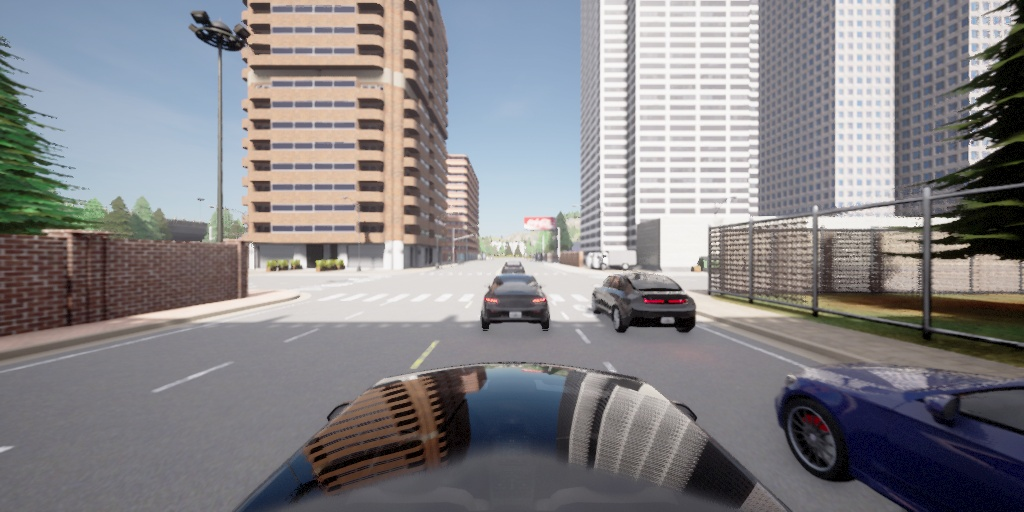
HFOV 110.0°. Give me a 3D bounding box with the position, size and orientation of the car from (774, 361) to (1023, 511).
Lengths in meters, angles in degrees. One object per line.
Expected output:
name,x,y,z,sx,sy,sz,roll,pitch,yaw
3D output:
car,3.605,1.276,1.717,1.812,1.442,4.674,0,0,0

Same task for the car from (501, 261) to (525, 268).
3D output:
car,0.113,1.167,30.953,2.128,1.511,4.902,0,0,0

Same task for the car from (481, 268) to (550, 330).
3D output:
car,0.093,1.258,10.964,1.812,1.442,4.674,0,0,0

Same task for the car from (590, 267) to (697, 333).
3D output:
car,3.641,1.238,10.690,1.837,1.490,4.892,0,0,1
